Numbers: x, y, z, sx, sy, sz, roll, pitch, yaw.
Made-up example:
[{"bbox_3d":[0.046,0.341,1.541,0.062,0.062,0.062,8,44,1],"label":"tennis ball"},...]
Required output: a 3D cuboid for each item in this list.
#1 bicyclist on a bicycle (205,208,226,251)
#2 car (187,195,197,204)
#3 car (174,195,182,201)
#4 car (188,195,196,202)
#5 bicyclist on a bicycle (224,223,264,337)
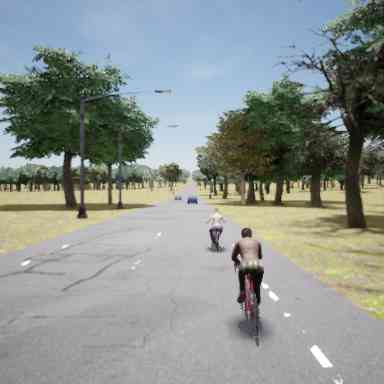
[{"bbox_3d":[0.957,1.435,13.137,0.866,1.612,1.509,0,0,0],"label":"bicyclist on a bicycle"},{"bbox_3d":[0.086,1.474,64.826,1.882,1.535,5.008,0,0,0],"label":"car"},{"bbox_3d":[-3.516,1.430,83.224,2.128,1.511,4.902,0,0,0],"label":"car"},{"bbox_3d":[-0.015,1.428,75.703,1.882,1.535,5.008,0,0,0],"label":"car"},{"bbox_3d":[0.961,1.451,5.698,0.582,1.620,1.656,0,0,0],"label":"bicyclist on a bicycle"}]
